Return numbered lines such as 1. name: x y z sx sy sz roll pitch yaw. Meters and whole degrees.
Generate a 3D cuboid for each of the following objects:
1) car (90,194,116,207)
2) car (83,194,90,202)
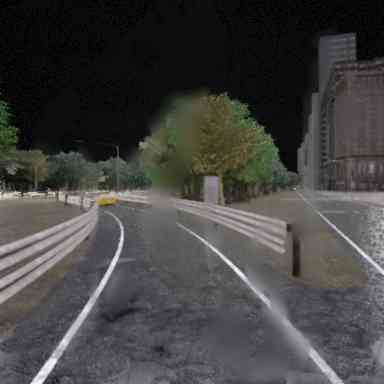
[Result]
1. car: -11.155 1.015 42.194 1.882 1.535 5.008 -1 1 -29
2. car: -15.966 0.960 51.615 1.895 1.301 4.718 0 1 -22
